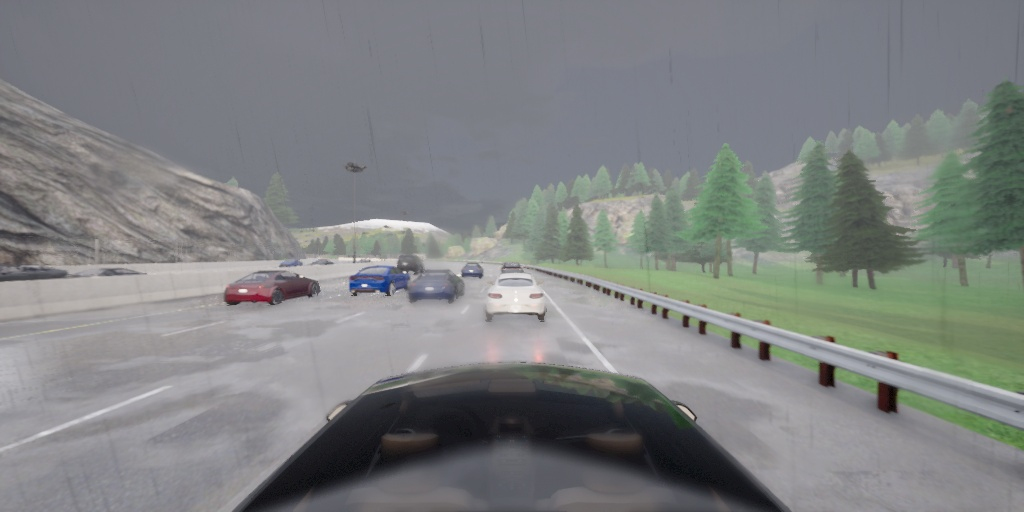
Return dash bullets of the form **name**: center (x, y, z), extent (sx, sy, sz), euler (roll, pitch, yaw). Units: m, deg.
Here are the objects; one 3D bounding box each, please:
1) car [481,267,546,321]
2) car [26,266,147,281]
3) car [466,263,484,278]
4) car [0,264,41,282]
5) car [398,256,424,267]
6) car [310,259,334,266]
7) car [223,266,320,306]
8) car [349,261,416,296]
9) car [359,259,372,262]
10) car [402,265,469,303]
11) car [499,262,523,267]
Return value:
- **car**: center (0.111, 1.279, 12.344), extent (1.812, 1.442, 4.674), euler (0, 0, 0)
- **car**: center (-21.107, 1.309, 18.465), extent (1.994, 1.385, 4.181), euler (0, 0, 0)
- **car**: center (-3.754, 1.321, 34.159), extent (1.994, 1.385, 4.181), euler (0, 0, -3)
- **car**: center (-28.108, 1.234, 19.974), extent (2.128, 1.511, 4.902), euler (0, 0, 0)
- **car**: center (-11.083, 0.977, 39.249), extent (2.150, 2.045, 5.566), euler (0, 0, -4)
- **car**: center (-26.549, 1.243, 50.165), extent (2.128, 1.511, 4.902), euler (0, 0, -8)
- **car**: center (-10.384, 1.313, 15.853), extent (1.994, 1.385, 4.181), euler (0, 0, 0)
- **car**: center (-6.879, 1.229, 19.187), extent (1.882, 1.535, 5.008), euler (0, 0, 0)
- **car**: center (-24.547, 1.249, 59.779), extent (2.128, 1.511, 4.902), euler (0, 0, -10)
- **car**: center (-3.384, 1.317, 16.742), extent (1.994, 1.385, 4.181), euler (0, 0, 0)
- **car**: center (-0.069, 1.249, 30.202), extent (2.128, 1.511, 4.902), euler (0, 0, -2)
